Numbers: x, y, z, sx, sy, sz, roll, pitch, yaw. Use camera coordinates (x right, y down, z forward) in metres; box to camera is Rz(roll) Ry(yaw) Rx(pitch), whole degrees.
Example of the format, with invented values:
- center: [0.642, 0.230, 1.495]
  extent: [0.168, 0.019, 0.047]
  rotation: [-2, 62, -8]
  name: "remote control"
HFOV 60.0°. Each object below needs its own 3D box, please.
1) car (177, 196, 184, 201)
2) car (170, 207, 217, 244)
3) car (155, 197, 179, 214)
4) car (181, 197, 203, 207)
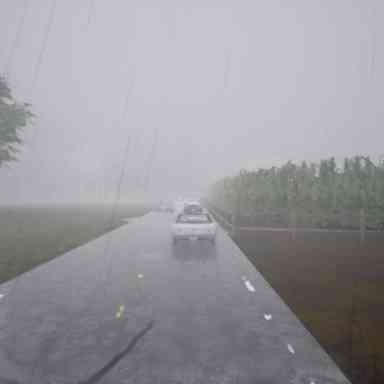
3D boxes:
- center: [-2.769, 1.577, 77.634]
  extent: [2.128, 1.511, 4.902]
  rotation: [0, 0, 0]
  name: "car"
- center: [0.088, 1.610, 15.779]
  extent: [1.895, 1.301, 4.718]
  rotation: [0, 0, 0]
  name: "car"
- center: [-2.845, 1.525, 35.582]
  extent: [2.128, 1.511, 4.902]
  rotation: [0, 0, 0]
  name: "car"
- center: [0.113, 1.556, 33.565]
  extent: [1.812, 1.442, 4.674]
  rotation: [0, 0, 0]
  name: "car"
